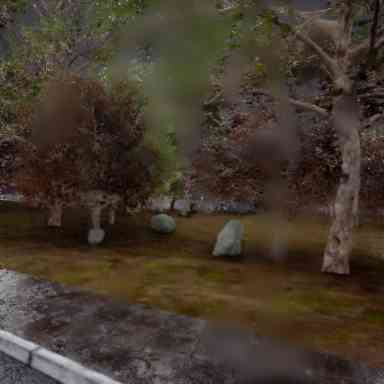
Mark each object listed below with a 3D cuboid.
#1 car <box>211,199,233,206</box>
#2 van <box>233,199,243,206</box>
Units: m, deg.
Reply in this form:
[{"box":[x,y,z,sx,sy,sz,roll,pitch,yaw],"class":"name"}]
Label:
[{"box":[7.658,2.696,89.696,2.435,2.045,5.566,4,1,44],"class":"car"},{"box":[11.465,2.966,93.597,1.878,1.987,4.442,4,1,44],"class":"van"}]
